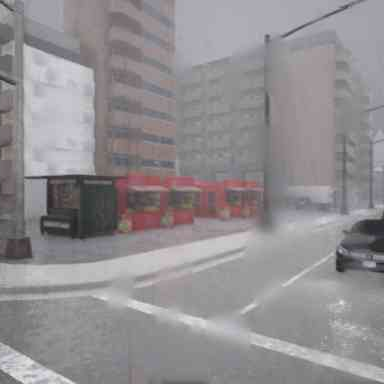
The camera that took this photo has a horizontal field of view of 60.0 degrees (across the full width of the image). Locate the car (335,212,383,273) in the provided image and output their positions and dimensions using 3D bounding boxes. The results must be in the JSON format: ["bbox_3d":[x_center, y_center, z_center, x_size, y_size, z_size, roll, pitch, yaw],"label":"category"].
[{"bbox_3d":[5.765,1.562,10.221,1.812,1.442,4.674,0,0,35],"label":"car"}]

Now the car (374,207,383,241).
[{"bbox_3d":[11.021,1.618,17.685,1.837,1.490,4.892,0,0,35],"label":"car"}]
